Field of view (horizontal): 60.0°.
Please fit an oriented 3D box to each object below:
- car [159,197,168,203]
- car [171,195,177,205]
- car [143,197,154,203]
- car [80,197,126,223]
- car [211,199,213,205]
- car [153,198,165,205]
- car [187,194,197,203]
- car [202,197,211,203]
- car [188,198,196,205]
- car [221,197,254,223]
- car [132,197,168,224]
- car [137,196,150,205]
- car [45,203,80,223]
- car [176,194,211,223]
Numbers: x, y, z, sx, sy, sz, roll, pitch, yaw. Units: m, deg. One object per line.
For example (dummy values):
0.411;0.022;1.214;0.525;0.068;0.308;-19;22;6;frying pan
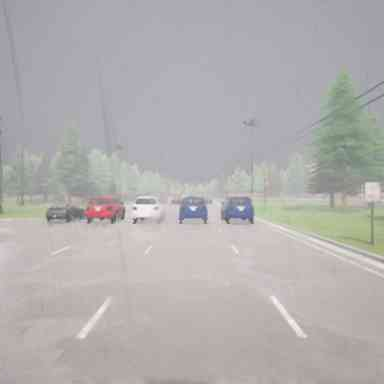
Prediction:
-6.996;1.868;81.365;1.812;1.442;4.674;0;0;0;car
-3.496;1.922;71.778;1.882;1.535;5.008;0;0;0;car
-10.496;1.884;81.366;2.033;1.411;5.357;0;0;0;car
-6.899;1.393;27.030;2.150;2.045;5.566;0;0;0;car
3.504;1.967;71.777;1.812;1.442;4.674;0;0;0;car
-6.996;1.984;71.778;2.033;1.411;5.357;0;0;0;car
0.004;1.568;81.397;2.150;2.045;5.566;0;0;0;car
3.504;1.882;81.365;2.033;1.411;5.357;0;0;0;car
0.004;1.968;71.777;1.812;1.442;4.674;0;0;0;car
3.600;1.391;26.976;2.150;2.045;5.566;0;0;0;car
-3.398;1.392;26.964;2.150;2.045;5.566;0;0;0;car
-10.496;1.803;72.166;2.097;1.767;4.553;0;0;0;car
-10.399;1.667;27.620;2.128;1.511;4.902;0;0;0;car
0.101;1.392;27.022;2.150;2.045;5.566;0;0;0;car
